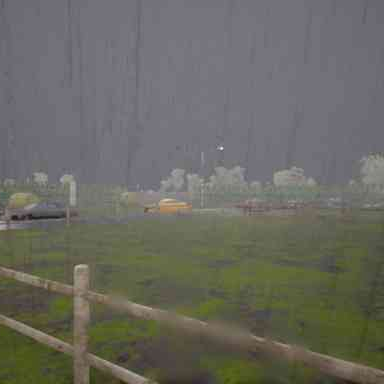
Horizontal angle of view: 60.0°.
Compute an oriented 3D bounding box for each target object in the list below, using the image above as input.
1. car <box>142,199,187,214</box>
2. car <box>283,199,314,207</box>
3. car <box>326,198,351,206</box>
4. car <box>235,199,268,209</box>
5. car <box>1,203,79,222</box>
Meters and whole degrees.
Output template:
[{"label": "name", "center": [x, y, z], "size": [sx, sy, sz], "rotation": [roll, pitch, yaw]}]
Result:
[{"label": "car", "center": [-2.788, 1.488, 34.298], "size": [5.008, 1.535, 1.882], "rotation": [0, 0, -42]}, {"label": "car", "center": [14.518, 1.649, 45.059], "size": [4.718, 1.301, 1.895], "rotation": [0, 0, -37]}, {"label": "car", "center": [22.436, 1.586, 51.081], "size": [4.674, 1.442, 1.812], "rotation": [0, 0, -36]}, {"label": "car", "center": [7.718, 1.625, 43.314], "size": [4.718, 1.301, 1.895], "rotation": [0, 0, -39]}, {"label": "car", "center": [-11.679, 1.543, 25.909], "size": [5.357, 1.411, 2.033], "rotation": [0, 0, -45]}]
